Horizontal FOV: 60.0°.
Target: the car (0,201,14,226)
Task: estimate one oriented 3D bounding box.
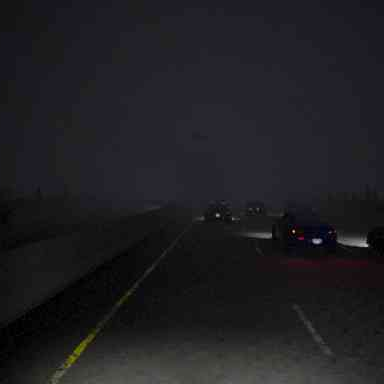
[{"bbox_3d":[-12.743,1.312,19.756,2.097,1.767,4.553,0,0,5],"label":"car"}]

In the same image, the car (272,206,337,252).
[{"bbox_3d":[4.542,1.539,13.878,1.812,1.442,4.674,0,0,5],"label":"car"}]

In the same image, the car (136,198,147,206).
[{"bbox_3d":[-9.057,1.930,62.426,1.837,1.490,4.892,0,-3,5],"label":"car"}]

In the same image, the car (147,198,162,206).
[{"bbox_3d":[-5.937,1.746,57.786,1.994,1.385,4.181,0,-2,5],"label":"car"}]

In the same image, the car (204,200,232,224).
[{"bbox_3d":[1.935,1.569,24.852,1.994,1.385,4.181,0,0,5],"label":"car"}]

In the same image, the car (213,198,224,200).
[{"bbox_3d":[3.416,1.512,42.504,2.163,1.488,4.792,0,0,5],"label":"car"}]

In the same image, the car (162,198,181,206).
[{"bbox_3d":[-2.913,1.632,52.108,1.895,1.301,4.718,0,-1,5],"label":"car"}]

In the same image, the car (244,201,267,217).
[{"bbox_3d":[6.036,1.564,31.900,2.033,1.411,5.357,0,0,5],"label":"car"}]

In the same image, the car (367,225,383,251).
[{"bbox_3d":[7.880,1.588,11.583,1.994,1.385,4.181,0,0,4],"label":"car"}]

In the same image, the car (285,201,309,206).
[{"bbox_3d":[9.327,1.553,29.264,1.812,1.442,4.674,0,0,5],"label":"car"}]
